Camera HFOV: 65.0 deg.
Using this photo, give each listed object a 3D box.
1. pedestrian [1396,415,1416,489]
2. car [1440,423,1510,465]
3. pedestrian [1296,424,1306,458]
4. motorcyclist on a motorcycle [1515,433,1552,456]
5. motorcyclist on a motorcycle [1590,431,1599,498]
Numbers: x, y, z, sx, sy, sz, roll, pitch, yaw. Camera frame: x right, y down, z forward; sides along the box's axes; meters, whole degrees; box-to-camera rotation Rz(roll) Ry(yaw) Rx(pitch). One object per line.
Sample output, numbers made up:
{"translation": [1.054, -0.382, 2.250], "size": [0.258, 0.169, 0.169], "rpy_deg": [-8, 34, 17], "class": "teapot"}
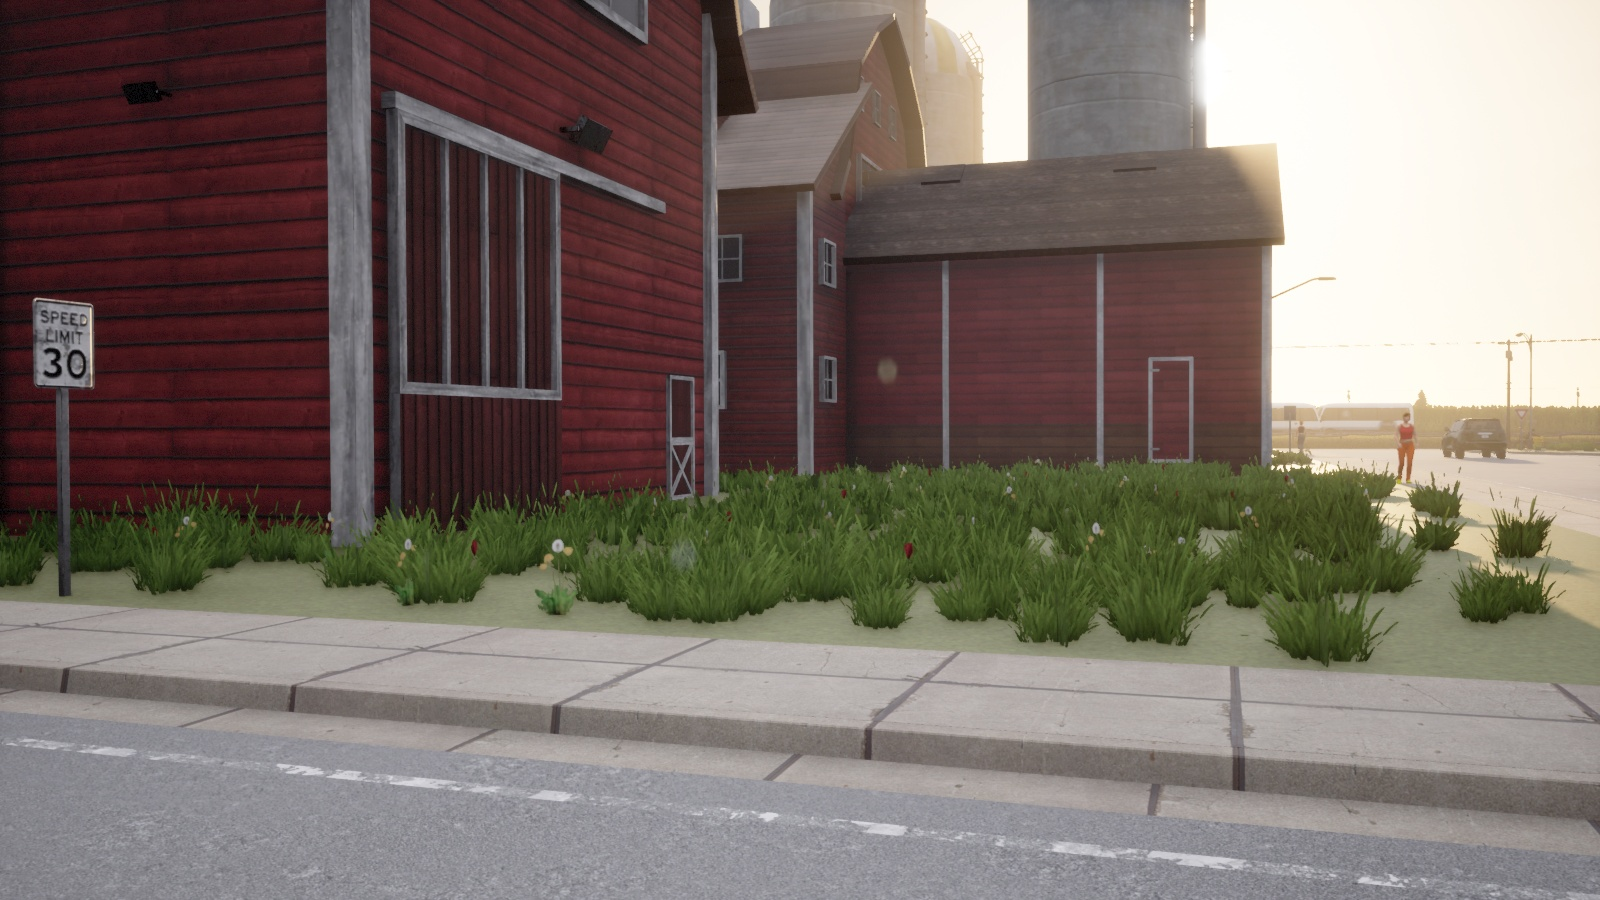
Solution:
{"translation": [15.120, 0.037, 31.318], "size": [0.345, 1.836, 0.594], "rpy_deg": [0, 1, 17], "class": "pedestrian"}
{"translation": [34.168, -0.347, 63.718], "size": [2.150, 2.045, 5.566], "rpy_deg": [1, 1, 18], "class": "car"}
{"translation": [26.934, -0.498, 67.525], "size": [0.345, 1.836, 0.594], "rpy_deg": [0, 1, 5], "class": "pedestrian"}
{"translation": [49.953, -0.374, 85.568], "size": [2.044, 1.523, 0.797], "rpy_deg": [1, 1, 18], "class": "motorcyclist on a motorcycle"}
{"translation": [19.960, 0.364, 30.466], "size": [0.766, 1.649, 2.350], "rpy_deg": [1, 1, 18], "class": "motorcyclist on a motorcycle"}
